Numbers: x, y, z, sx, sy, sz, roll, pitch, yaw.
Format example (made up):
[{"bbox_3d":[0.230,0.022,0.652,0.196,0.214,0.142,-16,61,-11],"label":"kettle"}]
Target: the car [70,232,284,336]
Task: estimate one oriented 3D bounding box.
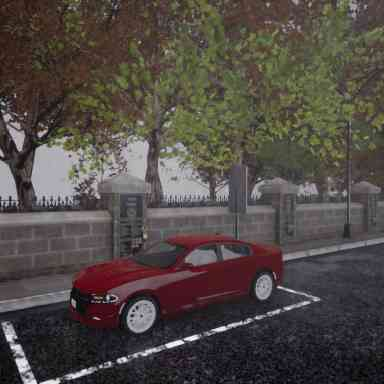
[{"bbox_3d":[-0.077,1.545,6.663,4.507,1.381,1.887,0,0,-36],"label":"car"}]
